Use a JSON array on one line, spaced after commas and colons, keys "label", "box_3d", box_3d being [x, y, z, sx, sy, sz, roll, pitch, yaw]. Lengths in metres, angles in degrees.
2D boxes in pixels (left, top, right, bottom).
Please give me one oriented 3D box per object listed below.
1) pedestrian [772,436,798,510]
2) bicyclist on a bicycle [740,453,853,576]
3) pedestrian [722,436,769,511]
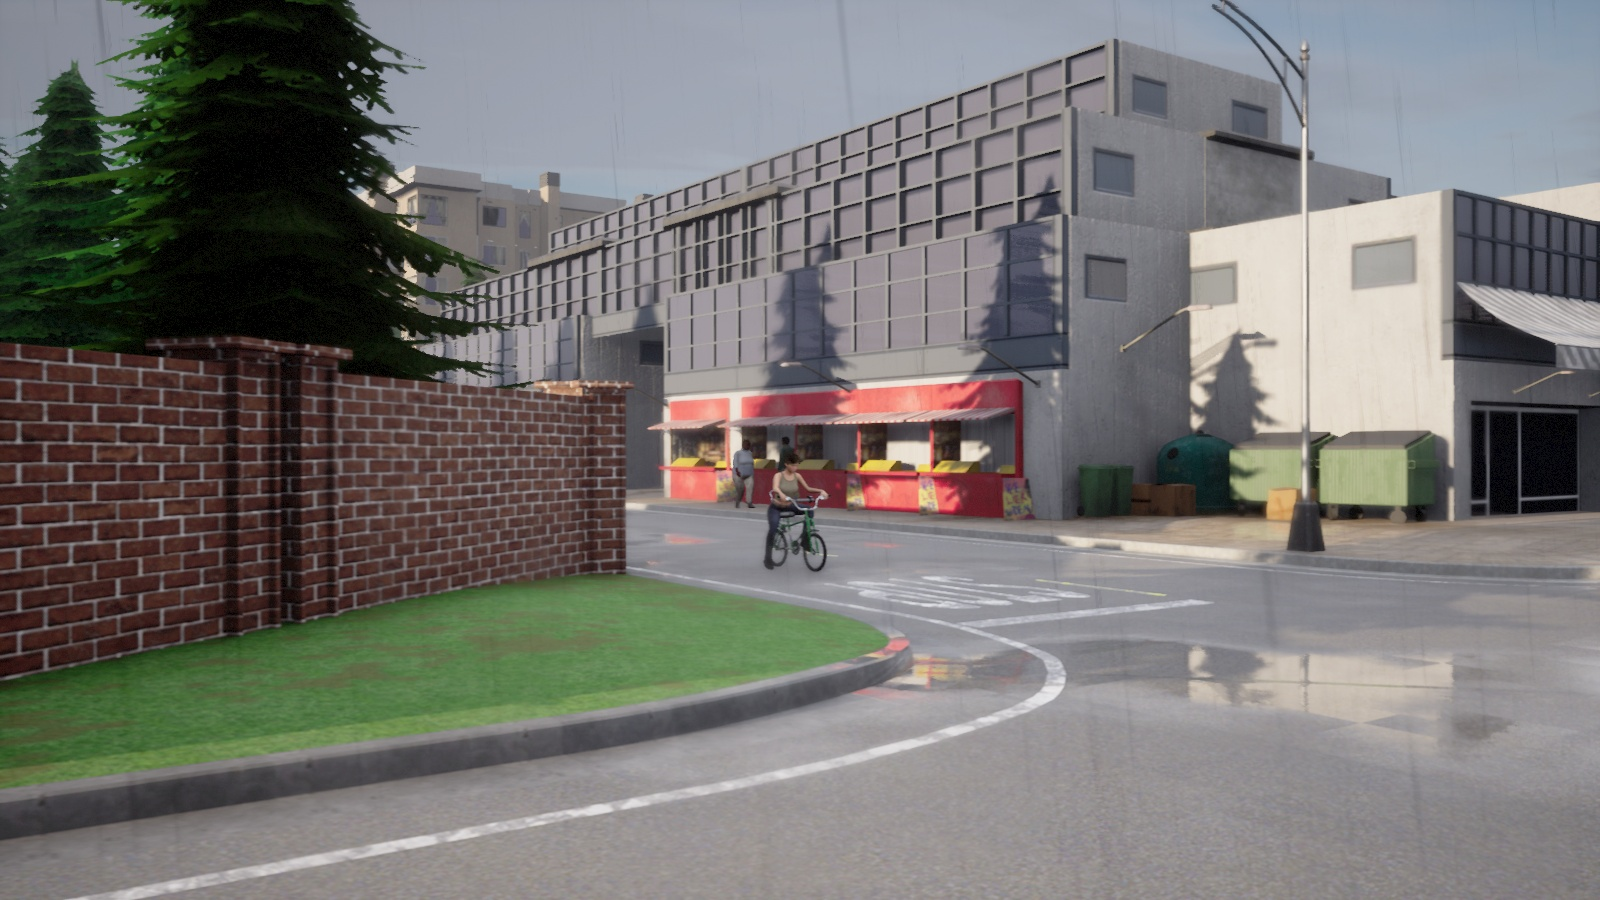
[{"label": "pedestrian", "box_3d": [-0.387, 0.571, 31.448, 0.353, 1.847, 0.614, 0, 0, -36]}, {"label": "bicyclist on a bicycle", "box_3d": [-0.066, 0.851, 17.387, 0.866, 1.612, 1.509, 0, 0, -33]}, {"label": "pedestrian", "box_3d": [-1.379, 0.577, 31.806, 0.874, 1.855, 0.900, 0, 0, -29]}]
